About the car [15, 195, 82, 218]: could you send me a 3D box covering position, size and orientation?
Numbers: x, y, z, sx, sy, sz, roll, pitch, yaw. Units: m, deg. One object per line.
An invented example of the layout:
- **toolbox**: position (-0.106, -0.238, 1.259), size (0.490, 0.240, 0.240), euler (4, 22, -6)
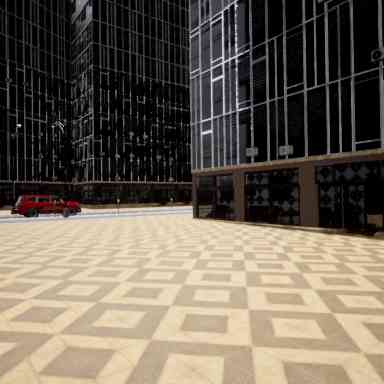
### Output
- **car**: position (-11.773, 1.188, 27.332), size (5.009, 1.841, 2.192), euler (0, -1, -37)
